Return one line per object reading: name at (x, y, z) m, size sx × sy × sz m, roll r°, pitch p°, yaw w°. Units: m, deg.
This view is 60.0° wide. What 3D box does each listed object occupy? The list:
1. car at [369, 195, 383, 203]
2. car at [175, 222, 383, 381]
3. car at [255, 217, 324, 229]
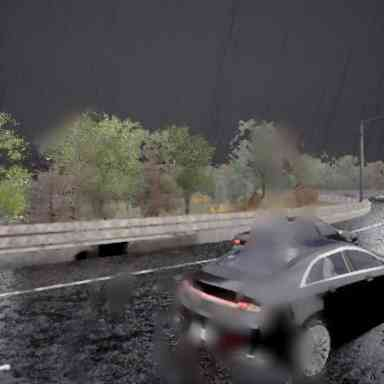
car at (37.531, 1.482, 67.733) m, size 1.837 × 1.490 × 4.892 m, roll 0°, pitch 0°, yaw 11°
car at (2.022, 1.504, 5.534) m, size 4.902 × 1.511 × 2.128 m, roll 0°, pitch 0°, yaw -38°
car at (3.650, 1.572, 11.300) m, size 5.357 × 1.411 × 2.033 m, roll 0°, pitch 0°, yaw -41°
